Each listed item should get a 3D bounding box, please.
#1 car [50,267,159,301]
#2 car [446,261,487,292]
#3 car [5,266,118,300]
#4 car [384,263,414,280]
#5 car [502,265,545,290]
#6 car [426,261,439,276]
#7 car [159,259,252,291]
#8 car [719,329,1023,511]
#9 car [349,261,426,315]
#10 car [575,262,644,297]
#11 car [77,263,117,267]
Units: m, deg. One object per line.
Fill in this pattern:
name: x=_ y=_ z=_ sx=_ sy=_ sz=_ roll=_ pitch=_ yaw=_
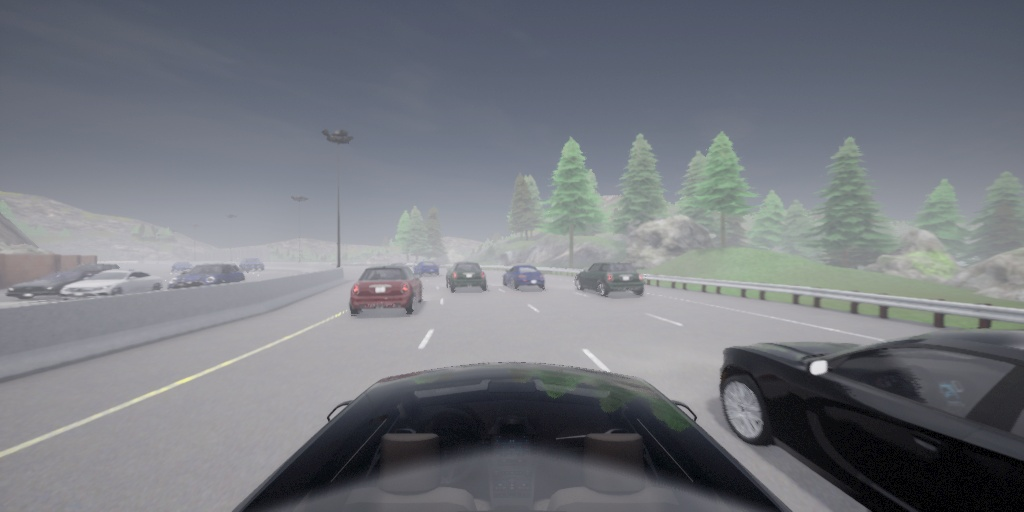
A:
car: x=-20.077 y=1.439 z=18.323 sx=1.812 sy=1.442 sz=4.674 roll=0 pitch=0 yaw=-16
car: x=-2.899 y=1.136 z=22.143 sx=2.097 sy=1.767 sz=4.553 roll=0 pitch=0 yaw=-14
car: x=-24.064 y=1.493 z=19.755 sx=2.033 sy=1.411 sz=5.357 roll=0 pitch=0 yaw=-18
car: x=-10.993 y=1.400 z=34.619 sx=2.033 sy=1.411 sz=5.357 roll=0 pitch=0 yaw=-25
car: x=0.673 y=1.281 z=22.390 sx=1.812 sy=1.442 sz=4.674 roll=0 pitch=0 yaw=-14
car: x=-9.336 y=1.319 z=38.965 sx=1.882 sy=1.535 sz=5.008 roll=0 pitch=0 yaw=-27
car: x=-17.063 y=1.244 z=20.312 sx=2.097 sy=1.767 sz=4.553 roll=0 pitch=0 yaw=-17
car: x=3.374 y=1.202 z=2.205 sx=1.882 sy=1.535 sz=5.008 roll=0 pitch=0 yaw=-1
car: x=-4.717 y=1.145 z=14.029 sx=2.097 sy=1.767 sz=4.553 roll=0 pitch=0 yaw=-9
car: x=5.004 y=1.073 z=19.023 sx=2.097 sy=1.767 sz=4.553 roll=-1 pitch=0 yaw=-11
car: x=-30.362 y=1.349 z=25.975 sx=2.097 sy=1.767 sz=4.553 roll=-1 pitch=0 yaw=-27
